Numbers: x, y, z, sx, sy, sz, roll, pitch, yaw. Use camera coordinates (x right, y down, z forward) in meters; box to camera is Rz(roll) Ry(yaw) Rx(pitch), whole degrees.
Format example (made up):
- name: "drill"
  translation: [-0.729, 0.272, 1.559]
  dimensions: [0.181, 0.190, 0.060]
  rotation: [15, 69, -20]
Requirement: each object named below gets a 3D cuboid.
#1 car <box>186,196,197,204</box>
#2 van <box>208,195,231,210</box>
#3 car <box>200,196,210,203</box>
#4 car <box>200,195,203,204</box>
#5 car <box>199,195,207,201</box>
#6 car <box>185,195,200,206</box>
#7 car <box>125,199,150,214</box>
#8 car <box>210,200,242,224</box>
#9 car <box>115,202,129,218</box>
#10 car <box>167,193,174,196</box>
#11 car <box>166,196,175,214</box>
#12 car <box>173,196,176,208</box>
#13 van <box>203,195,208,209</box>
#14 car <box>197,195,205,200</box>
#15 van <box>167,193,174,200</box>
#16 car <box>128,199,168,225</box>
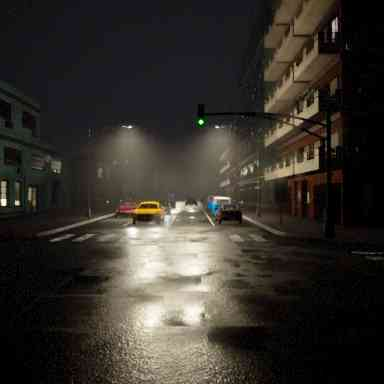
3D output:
- name: "car"
  translation: [-0.100, 1.532, 64.414]
  dimensions: [1.994, 1.385, 4.181]
  rotation: [0, 0, 0]
- name: "van"
  translation: [2.658, 1.335, 30.090]
  dimensions: [1.690, 1.788, 3.998]
  rotation: [1, 0, 0]
- name: "car"
  translation: [2.596, 1.527, 69.156]
  dimensions: [1.947, 1.339, 4.313]
  rotation: [1, 0, 0]
- name: "car"
  translation: [2.621, 1.506, 52.583]
  dimensions: [1.752, 1.417, 4.829]
  rotation: [1, 0, 0]
- name: "car"
  translation: [2.579, 1.490, 80.318]
  dimensions: [1.887, 1.381, 4.507]
  rotation: [1, 0, 0]
- name: "car"
  translation: [-0.083, 1.542, 54.372]
  dimensions: [1.994, 1.385, 4.181]
  rotation: [0, 0, 0]
- name: "car"
  translation: [-5.733, 1.536, 35.622]
  dimensions: [1.887, 1.381, 4.507]
  rotation: [1, 0, 0]
- name: "car"
  translation: [2.664, 1.547, 24.510]
  dimensions: [2.008, 1.369, 4.403]
  rotation: [1, 0, 0]
- name: "car"
  translation: [-5.725, 1.576, 30.042]
  dimensions: [1.802, 1.307, 4.206]
  rotation: [1, 0, 0]
- name: "car"
  translation: [-5.810, 1.503, 85.844]
  dimensions: [1.947, 1.339, 4.313]
  rotation: [1, 0, 0]
- name: "car"
  translation: [-3.140, 1.497, 34.599]
  dimensions: [1.837, 1.490, 4.892]
  rotation: [0, 0, 0]
- name: "car"
  translation: [-3.158, 1.587, 44.533]
  dimensions: [1.895, 1.301, 4.718]
  rotation: [0, 0, 0]
- name: "van"
  translation: [2.642, 1.330, 41.252]
  dimensions: [1.690, 1.788, 3.998]
  rotation: [1, 0, 0]
- name: "car"
  translation: [2.562, 1.478, 91.479]
  dimensions: [2.008, 1.369, 4.403]
  rotation: [1, 0, 0]
- name: "van"
  translation: [-5.815, 1.269, 91.424]
  dimensions: [1.690, 1.788, 3.998]
  rotation: [1, 0, 0]
- name: "car"
  translation: [-3.126, 1.474, 24.555]
  dimensions: [1.882, 1.535, 5.008]
  rotation: [0, 0, 0]
